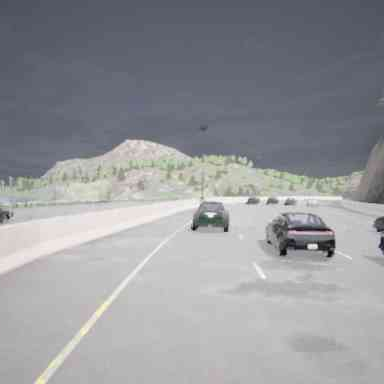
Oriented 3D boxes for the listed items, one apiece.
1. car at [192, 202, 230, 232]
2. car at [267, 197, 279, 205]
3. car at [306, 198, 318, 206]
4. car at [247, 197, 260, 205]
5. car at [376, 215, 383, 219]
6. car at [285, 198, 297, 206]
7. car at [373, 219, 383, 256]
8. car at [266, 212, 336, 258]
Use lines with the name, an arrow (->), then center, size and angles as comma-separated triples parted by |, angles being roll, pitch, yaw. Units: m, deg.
car -> 1.277, 1.367, 20.695 | 2.097, 1.767, 4.553 | 1, 0, 7
car -> 15.359, 1.702, 63.056 | 1.837, 1.490, 4.892 | 0, 0, 22
car -> 22.284, 1.816, 61.460 | 1.812, 1.442, 4.674 | 0, 0, 23
car -> 11.802, 1.654, 63.575 | 1.837, 1.490, 4.892 | 0, 0, 21
car -> 11.592, 1.717, 18.107 | 1.994, 1.385, 4.181 | 1, 0, 7
car -> 18.602, 1.788, 62.375 | 2.033, 1.411, 5.357 | 1, 0, 23
car -> 7.071, 1.694, 9.058 | 1.895, 1.301, 4.718 | 1, 0, 4
car -> 4.066, 1.544, 13.057 | 2.128, 1.511, 4.902 | 1, 0, 5
